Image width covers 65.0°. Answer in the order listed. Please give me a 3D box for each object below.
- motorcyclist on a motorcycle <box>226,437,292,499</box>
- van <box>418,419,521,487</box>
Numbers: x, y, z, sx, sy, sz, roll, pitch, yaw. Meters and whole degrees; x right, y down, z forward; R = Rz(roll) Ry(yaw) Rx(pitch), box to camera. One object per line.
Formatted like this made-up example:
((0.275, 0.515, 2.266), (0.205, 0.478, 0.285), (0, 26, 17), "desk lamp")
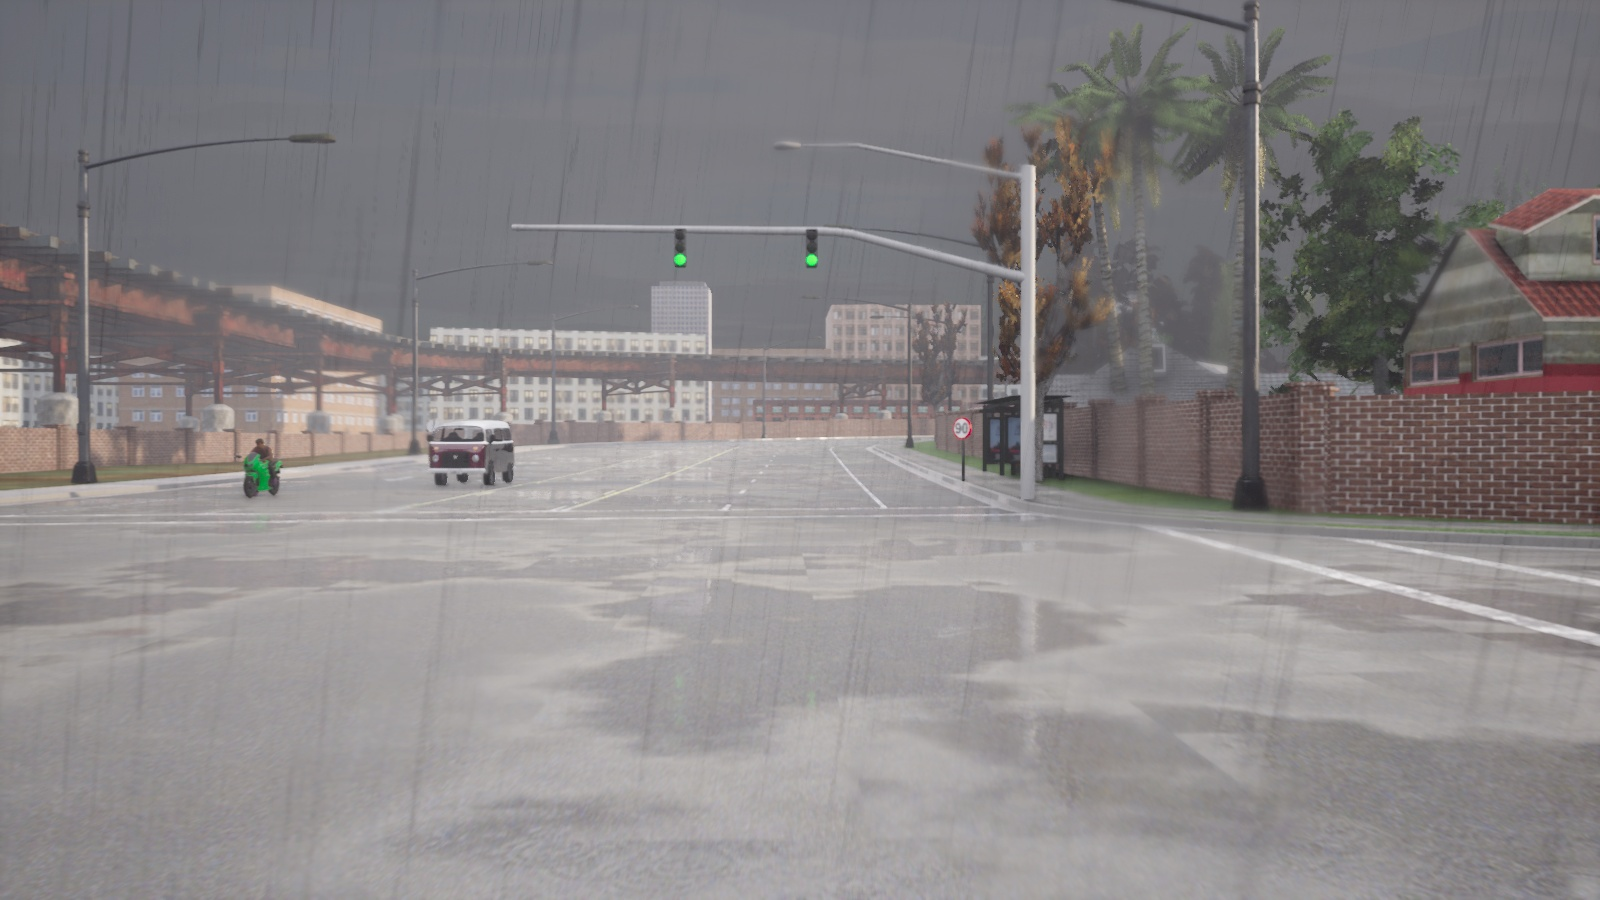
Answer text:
((-13.880, 0.435, 32.272), (0.797, 1.523, 2.044), (0, 1, 0), "motorcyclist on a motorcycle")
((-10.354, 0.058, 39.703), (2.069, 2.038, 4.480), (0, 1, 0), "van")
